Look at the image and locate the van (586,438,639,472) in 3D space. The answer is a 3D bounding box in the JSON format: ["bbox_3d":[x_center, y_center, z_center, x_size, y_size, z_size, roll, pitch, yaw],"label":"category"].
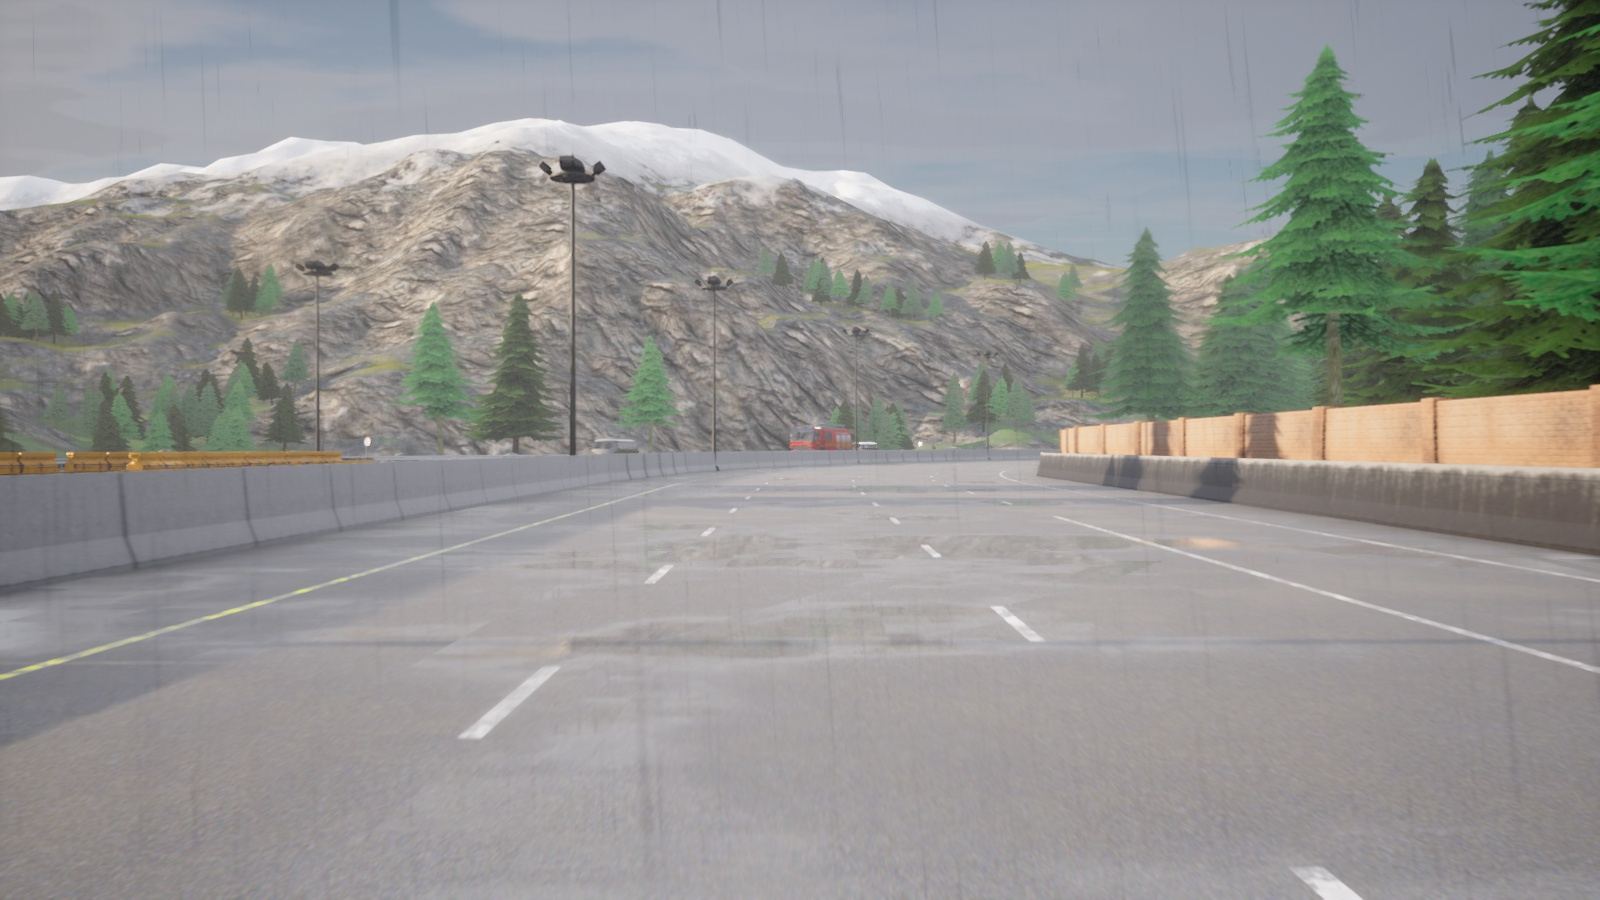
[{"bbox_3d":[-11.081,0.293,74.410,1.775,1.987,4.442,0,0,10],"label":"van"}]
